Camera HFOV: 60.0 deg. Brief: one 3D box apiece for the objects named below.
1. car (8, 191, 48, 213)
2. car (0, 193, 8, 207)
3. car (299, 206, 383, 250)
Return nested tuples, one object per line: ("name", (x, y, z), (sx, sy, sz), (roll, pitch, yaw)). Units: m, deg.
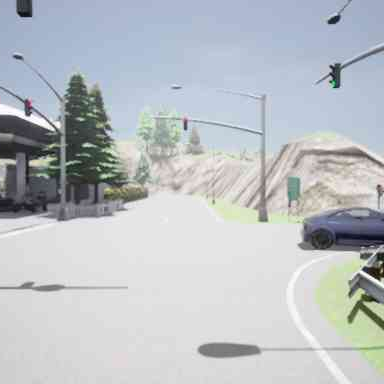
("car", (-14.526, 0.836, 30.199), (1.905, 1.878, 3.866), (0, 1, -1))
("car", (-20.232, 0.936, 34.479), (2.242, 1.667, 4.611), (0, 1, -1))
("car", (5.877, 1.198, 11.422), (4.181, 1.385, 1.994), (0, 1, 16))
